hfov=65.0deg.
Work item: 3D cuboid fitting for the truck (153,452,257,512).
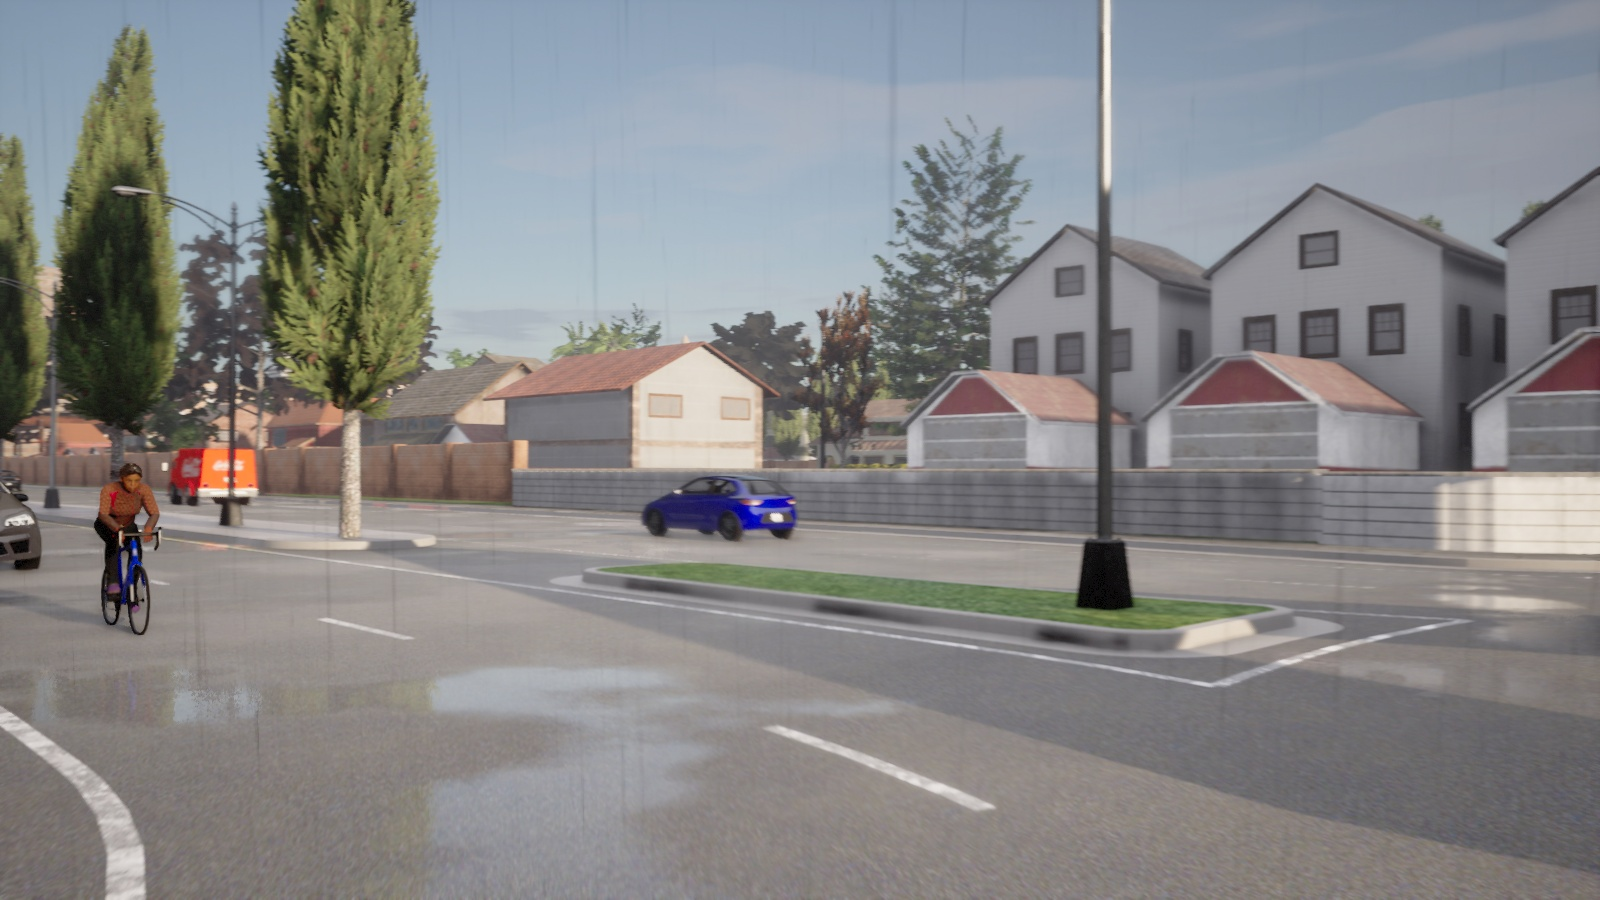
[{"bbox_3d":[-26.139,1.384,55.085,2.627,2.467,5.204,1,-1,-43],"label":"truck"}]

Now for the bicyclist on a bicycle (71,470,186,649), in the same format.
[{"bbox_3d":[-6.540,1.005,12.194,0.582,1.620,1.656,1,-1,-43],"label":"bicyclist on a bicycle"}]

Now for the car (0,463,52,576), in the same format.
[{"bbox_3d":[-13.668,1.062,19.858,2.242,1.667,4.611,1,-1,-43],"label":"car"}]

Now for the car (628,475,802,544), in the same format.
[{"bbox_3d":[-2.062,1.333,29.409,1.816,1.474,4.193,1,-1,-43],"label":"car"}]
